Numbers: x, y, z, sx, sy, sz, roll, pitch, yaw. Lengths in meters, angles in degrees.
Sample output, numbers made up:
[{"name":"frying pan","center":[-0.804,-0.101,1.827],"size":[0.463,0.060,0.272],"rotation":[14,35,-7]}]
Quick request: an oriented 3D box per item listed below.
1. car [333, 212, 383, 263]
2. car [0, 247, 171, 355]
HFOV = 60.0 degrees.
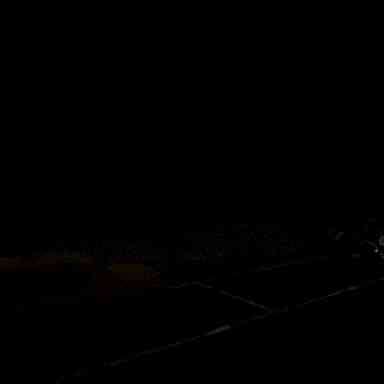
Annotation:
[{"name":"car","center":[6.628,1.439,11.373],"size":[4.097,1.590,1.967],"rotation":[0,0,-35]},{"name":"car","center":[-2.632,1.526,4.768],"size":[4.829,1.417,1.752],"rotation":[0,0,-35]}]
